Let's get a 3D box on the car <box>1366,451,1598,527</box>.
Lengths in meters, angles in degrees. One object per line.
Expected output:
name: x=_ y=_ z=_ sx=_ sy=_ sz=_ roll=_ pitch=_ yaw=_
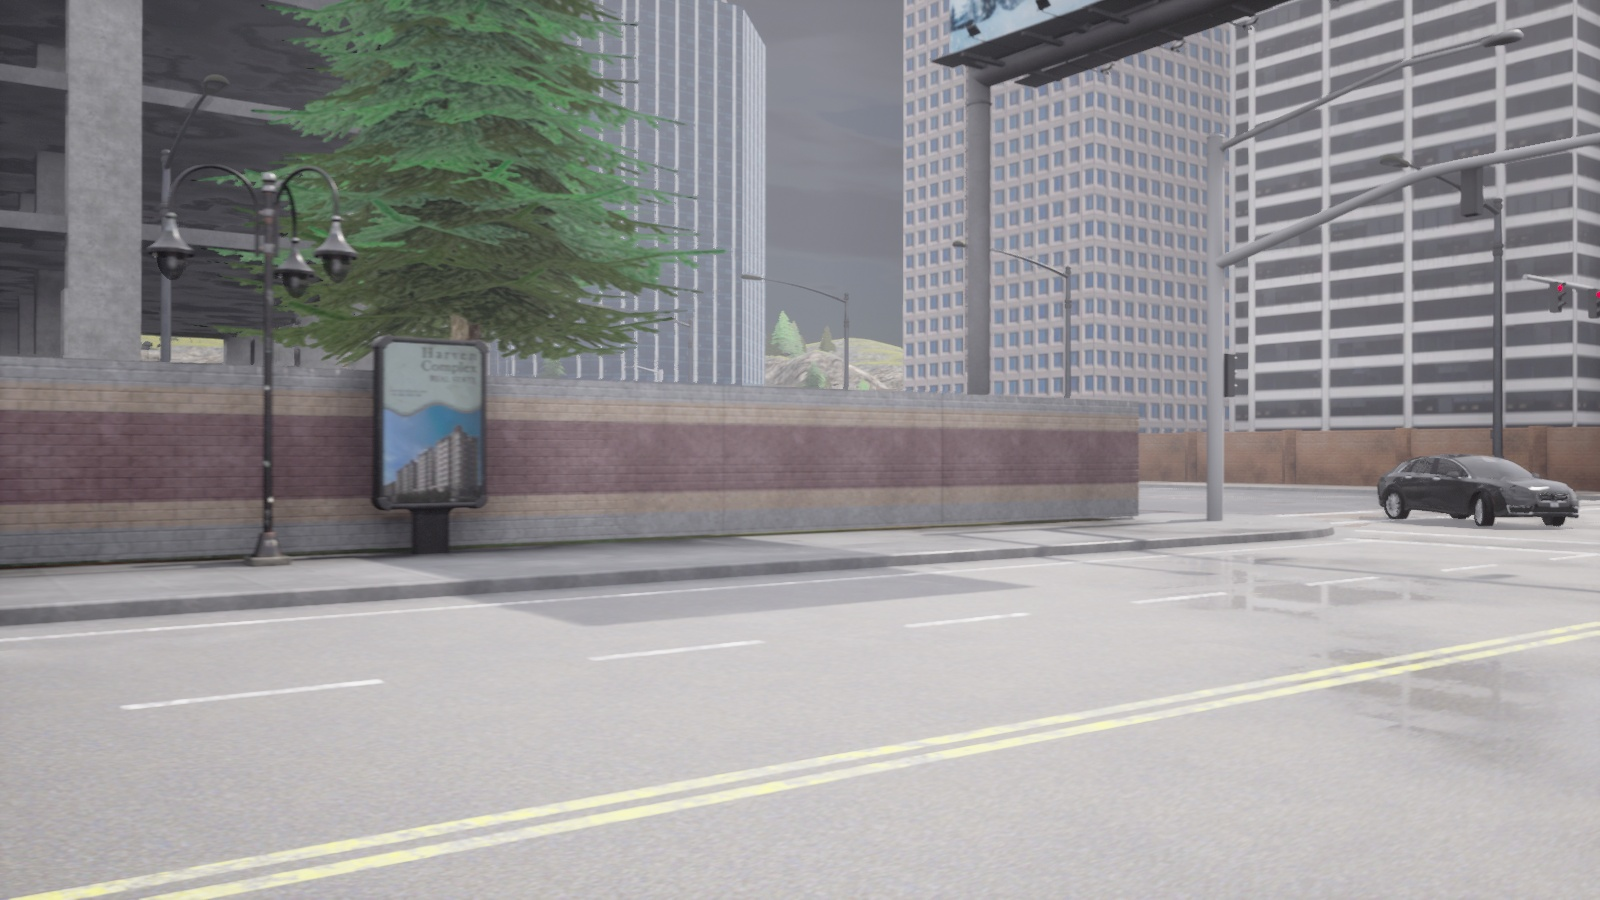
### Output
car: x=14.640 y=0.789 z=27.343 sx=1.837 sy=1.490 sz=4.892 roll=1 pitch=0 yaw=-9
